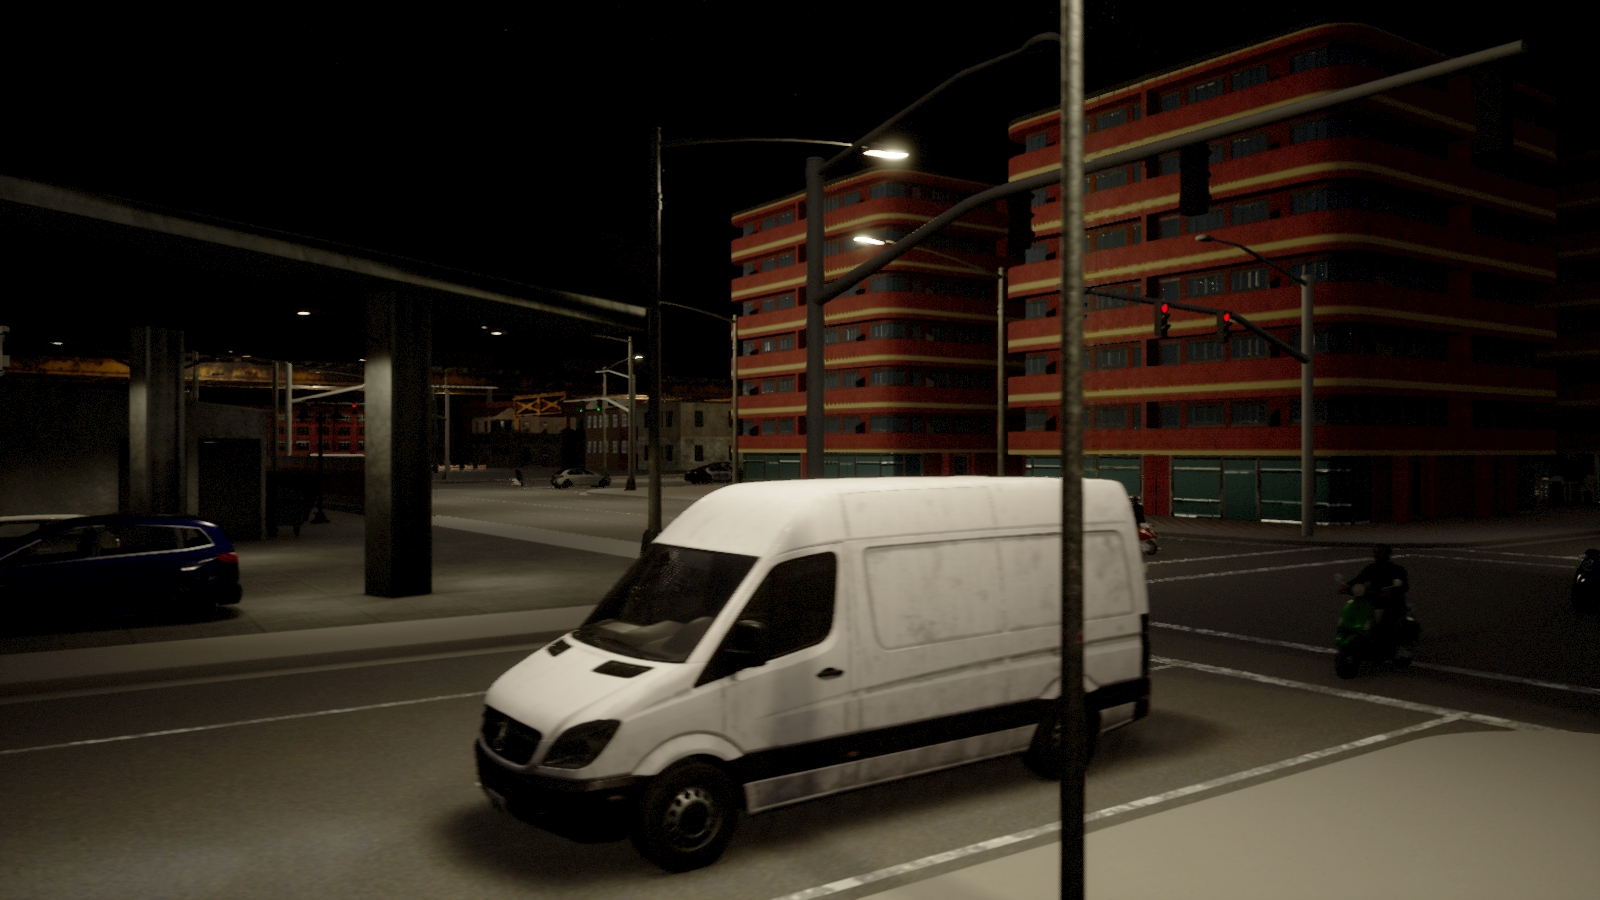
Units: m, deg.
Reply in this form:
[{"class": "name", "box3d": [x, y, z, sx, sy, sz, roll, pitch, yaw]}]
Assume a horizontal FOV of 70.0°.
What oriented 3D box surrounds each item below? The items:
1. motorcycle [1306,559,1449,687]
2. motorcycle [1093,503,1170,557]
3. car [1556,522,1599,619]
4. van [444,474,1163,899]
[{"class": "motorcycle", "box3d": [7.276, 2.130, 14.367, 1.805, 1.341, 0.856, 0, 0, -35]}, {"class": "motorcycle", "box3d": [8.887, 2.130, 30.709, 0.856, 1.341, 1.805, 2, -1, -39]}, {"class": "car", "box3d": [14.844, 2.038, 19.682, 3.633, 1.501, 1.845, 0, 0, -35]}, {"class": "van", "box3d": [0.308, 1.534, 9.509, 5.915, 2.561, 1.988, 0, 0, -35]}]
